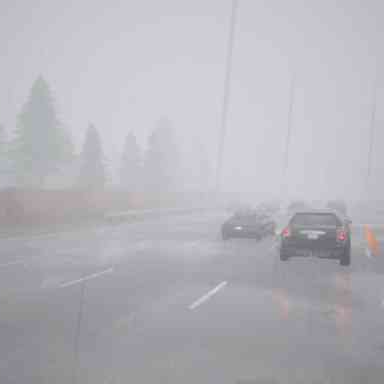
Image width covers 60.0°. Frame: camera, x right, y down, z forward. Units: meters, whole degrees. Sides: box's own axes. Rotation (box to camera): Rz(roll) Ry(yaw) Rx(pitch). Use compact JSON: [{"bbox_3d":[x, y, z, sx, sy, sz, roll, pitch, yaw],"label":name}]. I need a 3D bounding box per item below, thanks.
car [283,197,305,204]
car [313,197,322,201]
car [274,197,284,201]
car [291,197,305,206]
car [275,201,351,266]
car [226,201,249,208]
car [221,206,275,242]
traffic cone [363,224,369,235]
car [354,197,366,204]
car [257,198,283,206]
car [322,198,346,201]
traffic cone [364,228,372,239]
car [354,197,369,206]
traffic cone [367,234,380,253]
[{"bbox_3d":[11.072,1.606,34.434,1.837,1.490,4.892,0,-1,25],"label":"car"},{"bbox_3d":[22.737,1.697,59.885,1.812,1.442,4.674,0,0,25],"label":"car"},{"bbox_3d":[16.272,1.700,62.580,1.837,1.490,4.892,0,0,25],"label":"car"},{"bbox_3d":[19.587,1.689,61.411,1.837,1.490,4.892,0,0,25],"label":"car"},{"bbox_3d":[4.599,1.388,12.111,2.097,1.767,4.553,0,0,25],"label":"car"},{"bbox_3d":[5.380,1.694,38.802,1.994,1.385,4.181,0,0,25],"label":"car"},{"bbox_3d":[2.966,1.619,16.914,1.994,1.385,4.181,0,0,25],"label":"car"},{"bbox_3d":[8.607,1.997,16.214,0.340,0.580,0.340,0,0,25],"label":"traffic cone"},{"bbox_3d":[33.138,1.599,65.709,1.895,1.301,4.718,0,0,24],"label":"car"},{"bbox_3d":[8.492,1.681,37.192,1.994,1.385,4.181,0,0,25],"label":"car"},{"bbox_3d":[14.212,1.594,32.888,1.837,1.490,4.892,0,-1,25],"label":"car"},{"bbox_3d":[7.768,1.992,14.399,0.340,0.580,0.340,0,0,25],"label":"traffic cone"},{"bbox_3d":[28.915,1.673,56.567,1.812,1.442,4.674,0,0,25],"label":"car"},{"bbox_3d":[6.928,1.988,12.584,0.340,0.580,0.340,0,0,25],"label":"traffic cone"}]
